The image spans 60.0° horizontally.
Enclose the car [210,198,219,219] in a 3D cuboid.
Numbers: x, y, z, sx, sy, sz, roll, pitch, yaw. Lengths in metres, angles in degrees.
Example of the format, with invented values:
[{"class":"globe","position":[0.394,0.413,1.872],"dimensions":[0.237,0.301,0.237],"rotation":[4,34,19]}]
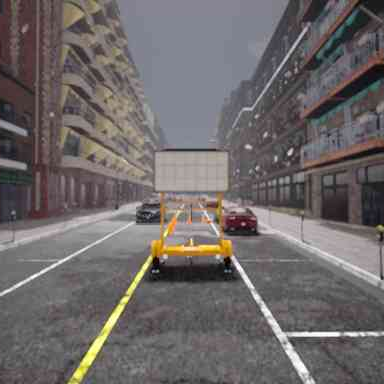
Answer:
[{"class":"car","position":[2.579,1.433,24.598],"dimensions":[1.752,1.417,4.829],"rotation":[1,0,0]}]

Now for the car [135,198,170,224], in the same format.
[{"class":"car","position":[-2.855,1.414,23.939],"dimensions":[1.837,1.490,4.892],"rotation":[0,0,0]}]

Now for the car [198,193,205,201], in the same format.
[{"class":"car","position":[2.570,1.372,63.142],"dimensions":[1.887,1.381,4.507],"rotation":[1,0,0]}]

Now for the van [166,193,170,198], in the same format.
[{"class":"van","position":[-5.304,1.175,57.669],"dimensions":[1.690,1.788,3.998],"rotation":[2,0,0]}]

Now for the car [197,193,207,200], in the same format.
[{"class":"car","position":[2.535,1.130,85.265],"dimensions":[2.192,1.841,5.009],"rotation":[1,0,0]}]

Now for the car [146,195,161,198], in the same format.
[{"class":"car","position":[-5.305,1.392,40.910],"dimensions":[1.752,1.417,4.829],"rotation":[2,0,0]}]

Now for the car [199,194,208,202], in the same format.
[{"class":"car","position":[2.577,1.259,74.204],"dimensions":[1.967,1.590,4.097],"rotation":[1,0,0]}]

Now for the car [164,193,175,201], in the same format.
[{"class":"car","position":[-5.309,1.132,79.792],"dimensions":[2.192,1.841,5.009],"rotation":[1,0,0]}]

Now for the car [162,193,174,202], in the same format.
[{"class":"car","position":[-5.308,1.134,74.262],"dimensions":[2.192,1.841,5.009],"rotation":[1,0,0]}]

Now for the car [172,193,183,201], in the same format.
[{"class":"car","position":[-2.793,1.388,64.834],"dimensions":[1.994,1.385,4.181],"rotation":[0,0,1]}]

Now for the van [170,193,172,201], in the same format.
[{"class":"van","position":[-5.306,1.169,63.201],"dimensions":[1.690,1.788,3.998],"rotation":[1,0,0]}]

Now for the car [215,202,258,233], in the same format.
[{"class":"car","position":[2.580,1.471,18.896],"dimensions":[1.887,1.381,4.507],"rotation":[1,0,0]}]

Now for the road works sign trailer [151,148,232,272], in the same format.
[{"class":"road works sign trailer","position":[-0.012,0.420,10.562],"dimensions":[2.380,3.560,2.880],"rotation":[0,0,0]}]

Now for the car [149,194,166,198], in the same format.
[{"class":"car","position":[-5.301,1.169,46.611],"dimensions":[2.192,1.841,5.009],"rotation":[2,0,0]}]

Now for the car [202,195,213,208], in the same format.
[{"class":"car","position":[2.575,1.411,41.018],"dimensions":[1.887,1.381,4.507],"rotation":[1,0,0]}]

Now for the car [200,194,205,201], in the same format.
[{"class":"car","position":[2.573,1.404,46.550],"dimensions":[2.008,1.369,4.403],"rotation":[1,0,0]}]
